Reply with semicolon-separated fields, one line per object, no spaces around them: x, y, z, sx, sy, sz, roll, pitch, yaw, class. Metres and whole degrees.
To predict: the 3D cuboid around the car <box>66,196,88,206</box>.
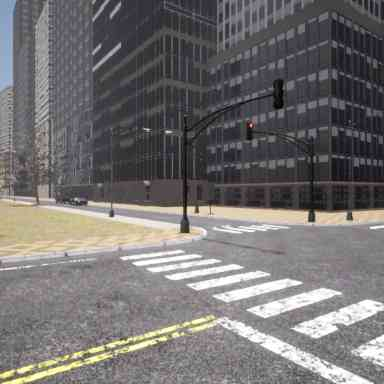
-18.849;1.603;55.243;1.895;1.301;4.718;0;0;-35;car

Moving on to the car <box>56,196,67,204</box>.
-24.642;1.512;63.508;1.837;1.490;4.892;0;0;-35;car
